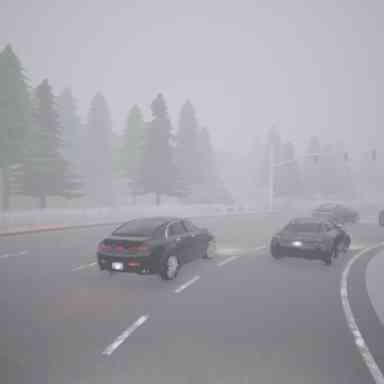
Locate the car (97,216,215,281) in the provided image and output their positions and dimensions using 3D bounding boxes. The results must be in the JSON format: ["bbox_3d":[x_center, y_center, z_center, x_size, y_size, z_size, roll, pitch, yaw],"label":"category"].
[{"bbox_3d":[-0.795,1.493,10.021,1.837,1.490,4.892,0,0,23],"label":"car"}]

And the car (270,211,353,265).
[{"bbox_3d":[4.383,1.601,12.109,1.994,1.385,4.181,0,0,33],"label":"car"}]

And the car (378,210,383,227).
[{"bbox_3d":[14.656,1.609,23.194,5.008,1.535,1.882,1,0,-45],"label":"car"}]

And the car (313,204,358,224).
[{"bbox_3d":[10.249,1.580,23.718,2.128,1.511,4.902,1,0,45],"label":"car"}]
